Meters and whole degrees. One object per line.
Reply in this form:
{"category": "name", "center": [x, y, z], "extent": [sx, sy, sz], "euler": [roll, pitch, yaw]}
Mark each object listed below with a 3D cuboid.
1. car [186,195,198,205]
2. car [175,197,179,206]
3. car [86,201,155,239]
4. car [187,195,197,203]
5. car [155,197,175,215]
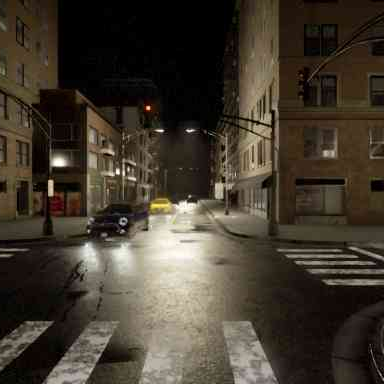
{"category": "car", "center": [0.031, 1.454, 59.266], "extent": [2.128, 1.511, 4.902], "euler": [0, 0, 0]}
{"category": "car", "center": [-3.093, 1.513, 55.991], "extent": [2.033, 1.411, 5.357], "euler": [0, 0, 0]}
{"category": "car", "center": [-3.667, 1.346, 17.247], "extent": [2.097, 1.767, 4.553], "euler": [0, 0, 8]}
{"category": "car", "center": [0.017, 1.446, 69.629], "extent": [2.128, 1.511, 4.902], "euler": [0, 0, 0]}
{"category": "car", "center": [-3.136, 1.460, 34.469], "extent": [1.882, 1.535, 5.008], "euler": [0, 0, 0]}
